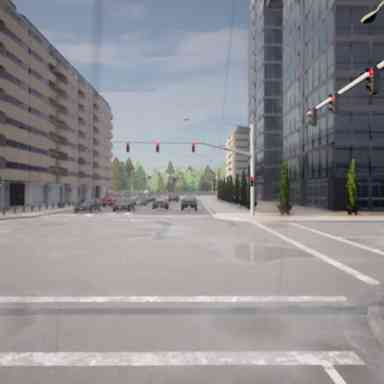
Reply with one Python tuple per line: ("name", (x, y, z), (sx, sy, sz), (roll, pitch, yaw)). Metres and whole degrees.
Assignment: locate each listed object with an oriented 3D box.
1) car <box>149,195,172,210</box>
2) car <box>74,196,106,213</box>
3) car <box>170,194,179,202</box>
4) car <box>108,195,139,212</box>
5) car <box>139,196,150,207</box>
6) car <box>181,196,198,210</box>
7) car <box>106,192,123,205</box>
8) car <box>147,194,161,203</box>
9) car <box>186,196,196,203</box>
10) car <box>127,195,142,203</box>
("car", (-3.814, 1.398, 41.421), (1.812, 1.442, 4.674), (0, 0, 0))
("car", (-11.006, 1.396, 35.391), (1.837, 1.490, 4.892), (0, 0, 0))
("car", (-3.677, 1.145, 67.050), (2.097, 1.767, 4.553), (0, 0, 1))
("car", (-7.513, 1.391, 37.023), (1.837, 1.490, 4.892), (0, 0, 0))
("car", (-7.452, 1.342, 48.594), (2.128, 1.511, 4.902), (0, 0, 1))
("car", (-0.318, 1.380, 40.471), (1.837, 1.490, 4.892), (0, 0, 0))
("car", (-10.977, 1.073, 46.734), (2.150, 2.045, 5.566), (0, 1, 1))
("car", (-7.262, 1.282, 64.006), (1.882, 1.535, 5.008), (0, 1, 1))
("car", (-0.187, 1.397, 66.591), (1.895, 1.301, 4.718), (0, 0, 1))
("car", (-10.776, 1.285, 62.831), (1.882, 1.535, 5.008), (0, 0, 1))
